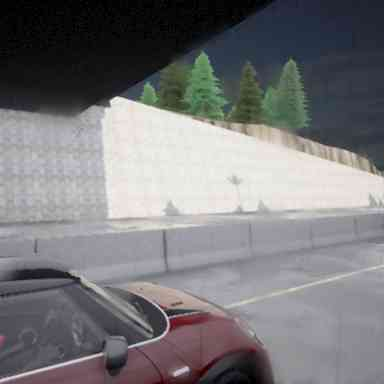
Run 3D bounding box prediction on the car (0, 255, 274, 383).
[{"bbox_3d":[-1.425,1.352,2.729,4.553,1.767,2.097,0,0,-35],"label":"car"}]
